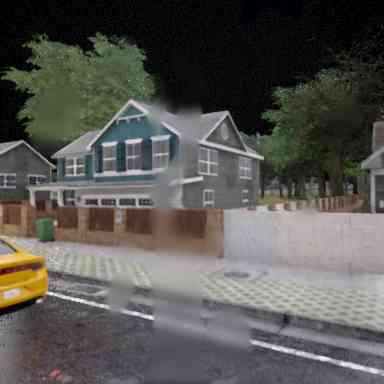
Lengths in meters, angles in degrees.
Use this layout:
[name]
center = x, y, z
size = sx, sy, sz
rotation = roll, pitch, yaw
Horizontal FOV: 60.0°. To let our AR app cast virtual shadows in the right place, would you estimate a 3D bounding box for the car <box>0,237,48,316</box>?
[car]
center = -5.080, 1.544, 6.763
size = 5.008, 1.535, 1.882
rotation = -1, 0, 31
